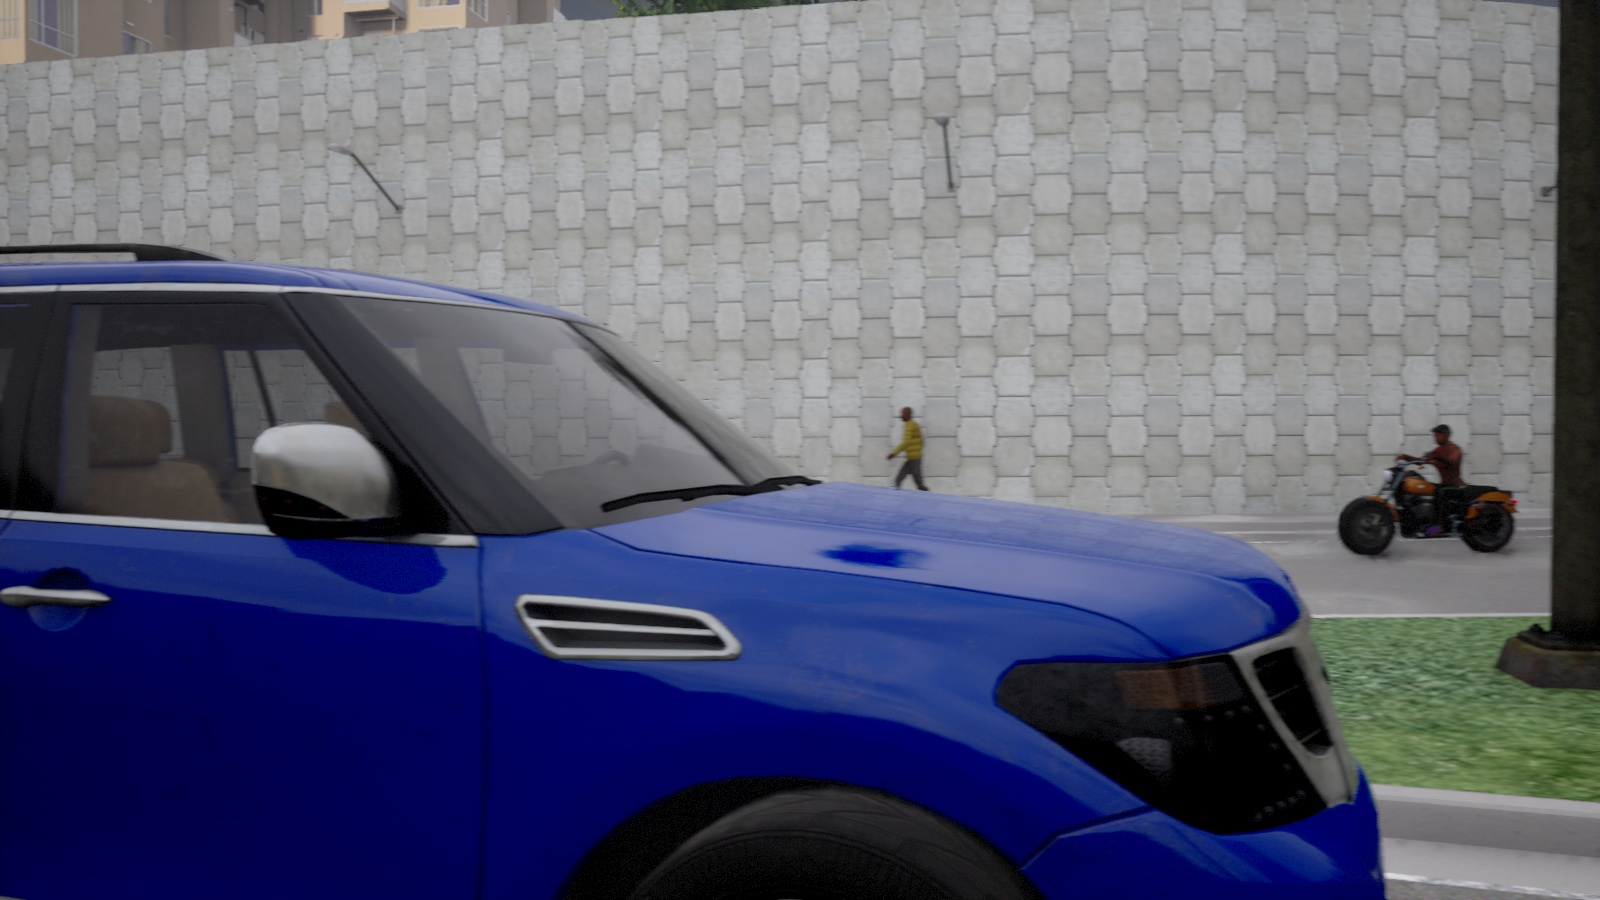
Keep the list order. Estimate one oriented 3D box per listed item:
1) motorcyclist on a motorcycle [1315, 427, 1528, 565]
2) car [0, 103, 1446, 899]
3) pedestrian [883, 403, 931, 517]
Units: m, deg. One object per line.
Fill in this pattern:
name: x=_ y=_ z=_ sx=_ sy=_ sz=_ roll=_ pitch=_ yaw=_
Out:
motorcyclist on a motorcycle: x=7.678 y=0.546 z=15.549 sx=2.350 sy=1.649 sz=0.766 roll=0 pitch=1 yaw=-9
car: x=-1.421 y=0.481 z=3.671 sx=5.566 sy=2.045 sz=2.150 roll=0 pitch=1 yaw=17
pedestrian: x=1.735 y=0.154 z=20.330 sx=0.726 sy=1.835 sz=0.370 roll=0 pitch=1 yaw=11
